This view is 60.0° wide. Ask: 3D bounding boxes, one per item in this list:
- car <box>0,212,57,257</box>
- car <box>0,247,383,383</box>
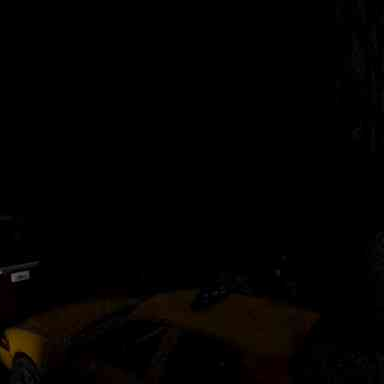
[{"bbox_3d":[-4.445,1.313,6.247,5.009,1.841,2.192,0,1,36],"label":"car"},{"bbox_3d":[-0.038,1.525,3.100,4.829,1.417,1.752,0,1,36],"label":"car"}]
